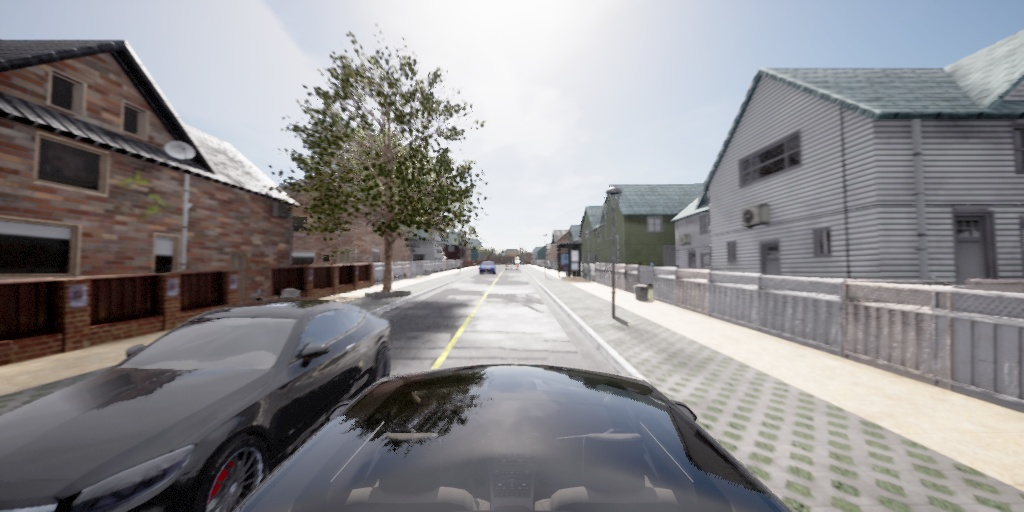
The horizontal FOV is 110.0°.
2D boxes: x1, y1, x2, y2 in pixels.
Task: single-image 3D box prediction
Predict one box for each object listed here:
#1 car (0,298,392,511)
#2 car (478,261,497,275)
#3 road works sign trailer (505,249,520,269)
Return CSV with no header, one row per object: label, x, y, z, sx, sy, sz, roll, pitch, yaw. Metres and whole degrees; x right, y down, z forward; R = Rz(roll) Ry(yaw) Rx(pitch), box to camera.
car,-2.841,1.279,4.110,1.812,1.442,4.674,0,0,0
car,-2.823,1.370,42.080,1.882,1.535,5.008,0,0,0
road works sign trailer,0.011,0.506,62.553,2.380,3.560,2.880,0,0,1
